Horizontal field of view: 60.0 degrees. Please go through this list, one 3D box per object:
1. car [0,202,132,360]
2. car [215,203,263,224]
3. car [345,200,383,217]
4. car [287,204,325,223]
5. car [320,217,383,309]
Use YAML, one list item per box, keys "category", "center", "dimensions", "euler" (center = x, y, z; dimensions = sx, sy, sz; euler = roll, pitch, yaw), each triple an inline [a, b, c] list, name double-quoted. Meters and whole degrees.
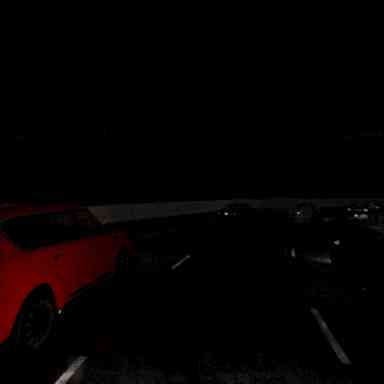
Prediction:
- category: "car"
  center: [-2.894, 1.197, 6.173]
  dimensions: [2.150, 2.045, 5.566]
  euler: [0, 0, 8]
- category: "car"
  center: [3.603, 1.541, 24.759]
  dimensions: [2.033, 1.411, 5.357]
  euler: [0, 0, 31]
- category: "car"
  center: [13.686, 1.543, 26.591]
  dimensions: [2.128, 1.511, 4.902]
  euler: [0, 0, 38]
- category: "car"
  center: [8.980, 1.587, 26.023]
  dimensions: [1.994, 1.385, 4.181]
  euler: [0, 0, 34]
- category: "car"
  center: [4.562, 1.566, 7.638]
  dimensions: [2.033, 1.411, 5.357]
  euler: [0, 0, 12]
